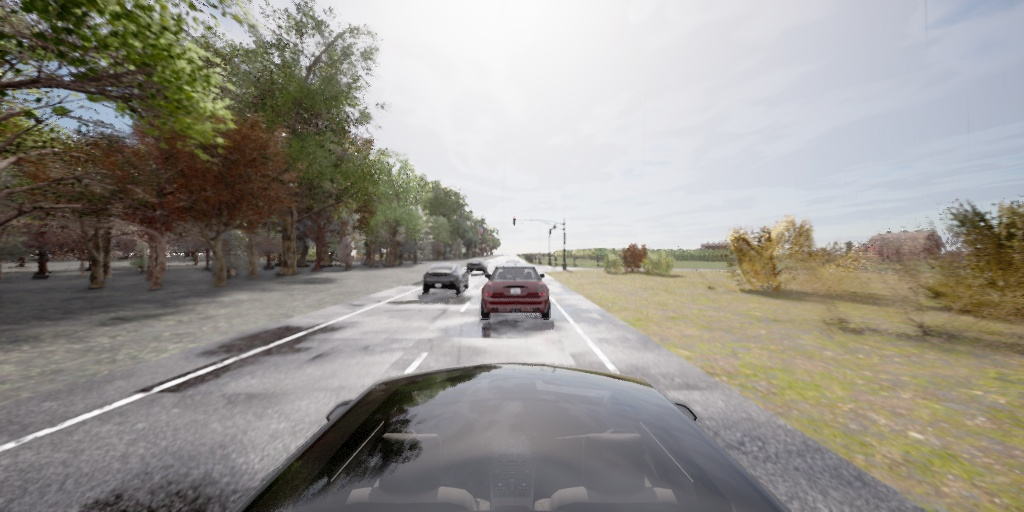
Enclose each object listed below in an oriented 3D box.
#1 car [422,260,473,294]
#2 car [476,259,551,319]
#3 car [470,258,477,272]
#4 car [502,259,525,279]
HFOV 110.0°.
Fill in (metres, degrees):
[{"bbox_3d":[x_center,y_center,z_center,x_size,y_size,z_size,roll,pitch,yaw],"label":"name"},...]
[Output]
[{"bbox_3d":[-3.396,1.115,18.978,1.837,1.490,4.892,0,0,0],"label":"car"},{"bbox_3d":[0.103,1.017,12.505,2.097,1.767,4.553,0,1,0],"label":"car"},{"bbox_3d":[-3.390,0.985,35.184,1.837,1.490,4.892,0,0,0],"label":"car"},{"bbox_3d":[0.108,1.049,29.905,1.812,1.442,4.674,0,0,0],"label":"car"}]
